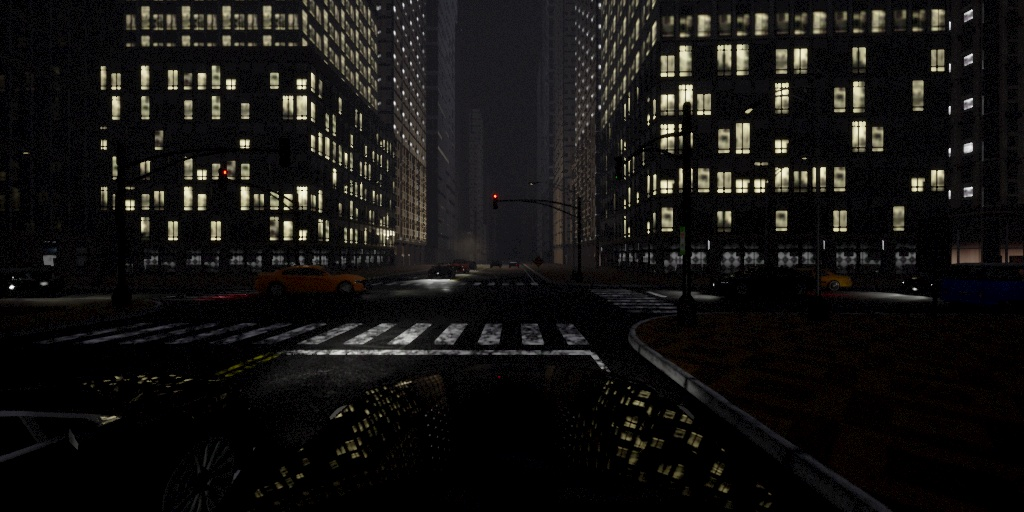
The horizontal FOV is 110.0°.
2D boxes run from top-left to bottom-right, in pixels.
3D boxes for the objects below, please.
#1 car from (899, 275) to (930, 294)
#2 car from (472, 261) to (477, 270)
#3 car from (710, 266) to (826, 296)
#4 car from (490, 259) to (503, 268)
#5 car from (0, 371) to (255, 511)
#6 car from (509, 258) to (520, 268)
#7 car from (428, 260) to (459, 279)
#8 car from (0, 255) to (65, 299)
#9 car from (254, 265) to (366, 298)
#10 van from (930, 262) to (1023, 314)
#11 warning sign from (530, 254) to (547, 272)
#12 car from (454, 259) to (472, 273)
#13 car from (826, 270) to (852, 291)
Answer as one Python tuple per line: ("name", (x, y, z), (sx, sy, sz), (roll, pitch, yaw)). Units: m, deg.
("car", (23.464, 1.323, 18.412), (5.357, 1.411, 2.033), (0, 0, 2))
("car", (-6.354, 1.377, 53.825), (2.033, 1.411, 5.357), (0, 0, 0))
("car", (13.064, 1.274, 18.836), (4.892, 1.490, 1.837), (0, 0, 2))
("car", (-2.862, 1.368, 63.761), (1.837, 1.490, 4.892), (0, 0, 0))
("car", (-3.155, 1.241, 1.132), (2.128, 1.511, 4.902), (0, 0, 0))
("car", (0.390, 1.359, 64.826), (2.128, 1.511, 4.902), (0, 0, 1))
("car", (-6.453, 1.345, 33.331), (1.994, 1.385, 4.181), (0, 0, 0))
("car", (-25.144, 0.982, 17.184), (5.566, 2.045, 2.150), (0, 0, 1))
("car", (-10.271, 1.236, 18.578), (5.008, 1.535, 1.882), (1, 0, -17))
("van", (18.409, 1.120, 13.090), (3.998, 1.789, 1.690), (0, 0, 2))
("warning sign", (3.033, 0.912, 41.321), (1.300, 1.860, 1.060), (0, 0, 0))
("car", (-6.407, 1.153, 43.328), (2.097, 1.767, 4.553), (0, 0, 0))
("car", (17.177, 1.294, 21.268), (4.829, 1.417, 1.751), (0, 0, 2))
